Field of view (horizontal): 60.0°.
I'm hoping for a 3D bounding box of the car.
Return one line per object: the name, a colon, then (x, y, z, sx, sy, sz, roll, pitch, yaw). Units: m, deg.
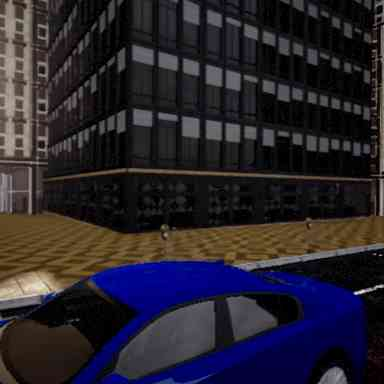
car: (-0.401, 1.472, 3.092, 5.008, 1.535, 1.882, 1, 0, -34)
